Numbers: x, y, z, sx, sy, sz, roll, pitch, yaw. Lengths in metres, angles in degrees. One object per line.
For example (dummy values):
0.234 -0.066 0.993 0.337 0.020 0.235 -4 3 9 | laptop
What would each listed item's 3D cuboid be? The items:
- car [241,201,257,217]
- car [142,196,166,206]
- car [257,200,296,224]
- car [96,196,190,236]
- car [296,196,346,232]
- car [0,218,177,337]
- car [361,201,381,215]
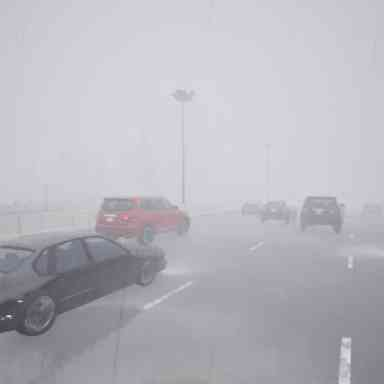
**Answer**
6.337 1.656 32.982 2.128 1.511 4.902 0 -1 26 | car
-6.253 1.452 55.306 1.812 1.442 4.674 0 -1 26 | car
6.924 1.448 26.188 2.097 1.767 4.553 0 -1 26 | car
-2.099 1.203 15.670 2.150 2.045 5.566 0 0 26 | car
8.146 1.277 20.711 2.150 2.045 5.566 0 -1 26 | car
-2.559 1.525 6.741 2.033 1.411 5.357 0 0 26 | car
20.655 1.811 38.389 1.882 1.535 5.008 0 -1 26 | car
